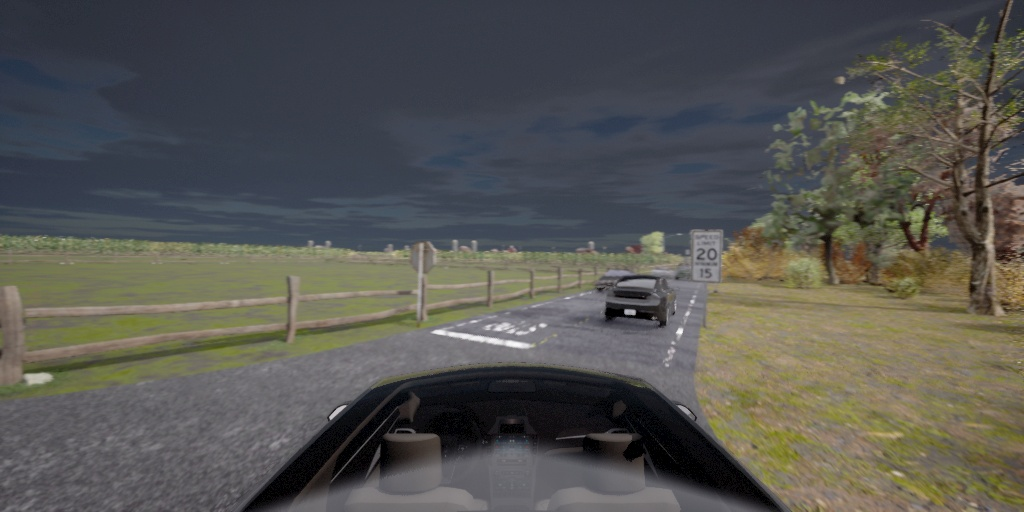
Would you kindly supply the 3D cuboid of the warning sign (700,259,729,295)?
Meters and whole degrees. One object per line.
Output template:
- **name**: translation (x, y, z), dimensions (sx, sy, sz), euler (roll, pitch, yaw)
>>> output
- **warning sign**: translation (11.846, 1.255, 20.877), dimensions (1.300, 1.860, 1.060), euler (0, 0, 29)

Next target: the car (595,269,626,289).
- **car**: translation (6.815, 1.544, 22.696), dimensions (2.033, 1.411, 5.357), euler (2, 0, 29)

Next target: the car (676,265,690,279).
- **car**: translation (18.941, 1.724, 38.756), dimensions (2.097, 1.767, 4.553), euler (2, 0, 29)

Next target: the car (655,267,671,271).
- **car**: translation (17.625, 1.939, 42.224), dimensions (1.895, 1.301, 4.718), euler (2, 0, 29)

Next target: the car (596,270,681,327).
- **car**: translation (4.569, 1.413, 12.466), dimensions (1.837, 1.490, 4.892), euler (1, 0, 29)
